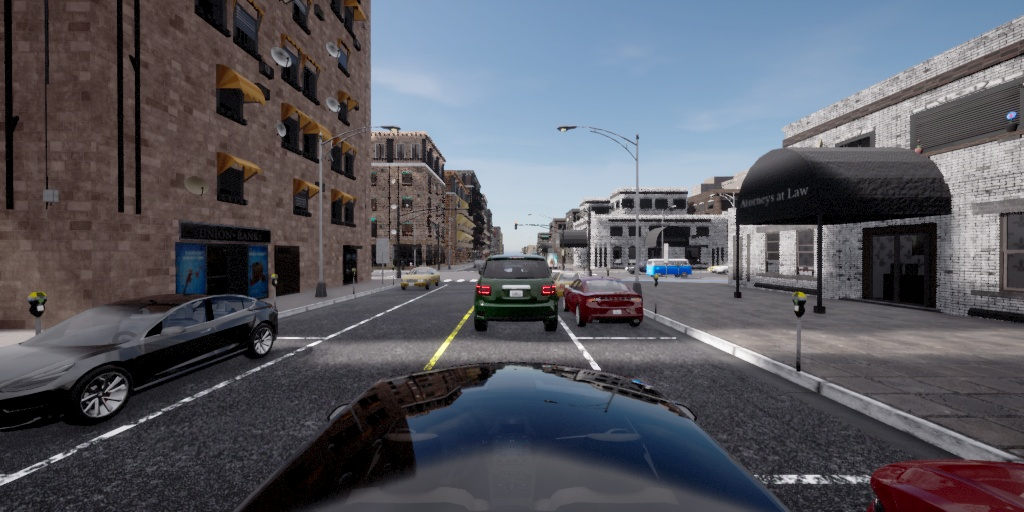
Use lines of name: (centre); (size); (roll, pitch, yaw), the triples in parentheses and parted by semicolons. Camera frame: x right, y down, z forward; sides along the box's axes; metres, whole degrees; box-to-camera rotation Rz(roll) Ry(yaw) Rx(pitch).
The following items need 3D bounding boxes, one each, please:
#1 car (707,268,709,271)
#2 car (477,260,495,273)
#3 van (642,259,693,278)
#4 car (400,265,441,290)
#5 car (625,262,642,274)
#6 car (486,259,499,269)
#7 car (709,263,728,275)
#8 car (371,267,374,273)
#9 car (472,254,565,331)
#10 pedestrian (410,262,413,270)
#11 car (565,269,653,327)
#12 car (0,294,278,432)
car: (25.518, 1.324, 42.010); (4.829, 1.417, 1.751); (0, 0, 0)
car: (-3.063, 1.239, 43.325); (1.837, 1.490, 4.892); (0, -1, 0)
van: (14.682, 1.166, 33.558); (3.998, 1.789, 1.690); (0, 0, 0)
car: (-5.674, 1.279, 22.639); (1.751, 1.417, 4.829); (0, 0, 0)
car: (14.957, 1.279, 39.358); (4.902, 1.511, 2.128); (0, 0, -2)
car: (-3.042, 1.258, 57.286); (1.882, 1.535, 5.008); (0, 0, 0)
car: (24.799, 1.414, 39.412); (4.718, 1.301, 1.895); (0, 0, 0)
car: (-16.453, 1.346, 35.938); (4.718, 1.301, 1.895); (0, 0, 0)
car: (0.105, 0.972, 11.076); (2.150, 2.045, 5.566); (0, 0, 0)
pedestrian: (-12.595, 1.215, 44.699); (0.500, 1.100, 0.500); (0, 0, 0)
car: (2.697, 1.295, 11.404); (1.888, 1.381, 4.507); (0, 0, 0)
car: (-5.688, 1.315, 5.720); (1.948, 1.339, 4.313); (0, 0, 0)
